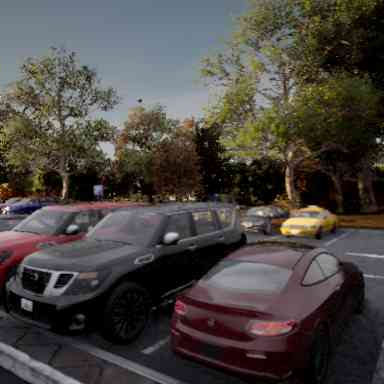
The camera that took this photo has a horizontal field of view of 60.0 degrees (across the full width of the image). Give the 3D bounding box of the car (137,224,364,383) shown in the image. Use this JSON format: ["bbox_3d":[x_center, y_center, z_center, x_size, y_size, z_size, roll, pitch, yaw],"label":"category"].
[{"bbox_3d":[1.518,1.541,5.454,2.002,1.452,4.674,-1,0,35],"label":"car"}]

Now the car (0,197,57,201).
[{"bbox_3d":[-16.340,1.602,34.178,2.435,2.045,5.566,-1,0,35],"label":"car"}]

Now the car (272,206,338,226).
[{"bbox_3d":[6.386,1.535,17.819,1.946,1.575,5.366,-1,0,35],"label":"car"}]

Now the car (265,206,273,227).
[{"bbox_3d":[4.234,1.570,19.584,2.231,1.521,4.892,-1,0,35],"label":"car"}]

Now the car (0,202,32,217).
[{"bbox_3d":[-20.860,1.957,37.425,2.002,1.452,4.674,-1,-1,35],"label":"car"}]

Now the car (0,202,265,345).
[{"bbox_3d":[-0.783,1.281,7.059,2.435,2.045,5.566,-1,0,35],"label":"car"}]

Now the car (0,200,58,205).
[{"bbox_3d":[-3.067,1.313,8.684,2.435,2.045,5.566,-1,0,35],"label":"car"}]

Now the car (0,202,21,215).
[{"bbox_3d":[-23.030,1.951,38.966,2.097,1.535,5.008,-1,-1,35],"label":"car"}]
